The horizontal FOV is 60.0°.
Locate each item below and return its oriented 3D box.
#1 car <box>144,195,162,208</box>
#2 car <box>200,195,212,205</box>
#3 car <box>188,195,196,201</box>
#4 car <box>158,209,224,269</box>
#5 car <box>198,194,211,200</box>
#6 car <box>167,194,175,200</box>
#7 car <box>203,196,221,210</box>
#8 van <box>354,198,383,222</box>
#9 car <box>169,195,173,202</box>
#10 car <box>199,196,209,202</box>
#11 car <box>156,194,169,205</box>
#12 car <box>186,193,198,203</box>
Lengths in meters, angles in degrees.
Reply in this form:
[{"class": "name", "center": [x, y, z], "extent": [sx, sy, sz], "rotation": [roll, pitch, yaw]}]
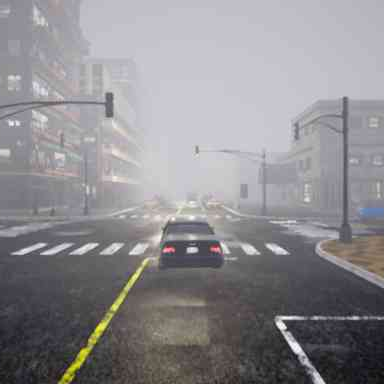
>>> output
[{"class": "car", "center": [-5.696, 1.522, 46.855], "extent": [1.752, 1.417, 4.829], "rotation": [0, 0, 0]}, {"class": "car", "center": [2.684, 1.581, 52.566], "extent": [1.802, 1.307, 4.206], "rotation": [0, 0, 0]}, {"class": "car", "center": [-0.012, 1.464, 78.296], "extent": [1.994, 1.385, 4.181], "rotation": [0, 0, 0]}, {"class": "car", "center": [-0.154, 1.539, 11.083], "extent": [2.033, 1.411, 5.357], "rotation": [0, 0, -4]}, {"class": "car", "center": [2.684, 1.317, 58.106], "extent": [2.192, 1.841, 5.009], "rotation": [0, 0, 0]}, {"class": "car", "center": [-5.702, 1.481, 91.339], "extent": [1.967, 1.590, 4.097], "rotation": [0, 0, 0]}, {"class": "car", "center": [2.686, 1.520, 41.658], "extent": [1.752, 1.417, 4.829], "rotation": [0, 0, 0]}, {"class": "van", "center": [14.895, 1.398, 25.974], "extent": [3.998, 1.788, 1.690], "rotation": [0, 0, 0]}, {"class": "car", "center": [-5.699, 1.563, 69.182], "extent": [2.008, 1.369, 4.403], "rotation": [0, 0, 0]}, {"class": "car", "center": [2.681, 1.569, 74.723], "extent": [2.008, 1.369, 4.403], "rotation": [0, 0, 0]}, {"class": "car", "center": [-5.696, 1.317, 58.103], "extent": [2.192, 1.841, 5.009], "rotation": [0, 0, 0]}, {"class": "car", "center": [-0.011, 1.232, 67.907], "extent": [2.150, 2.045, 5.566], "rotation": [0, 0, 0]}]
